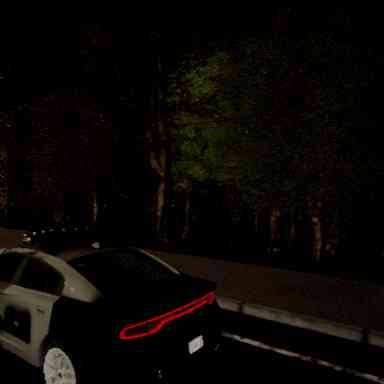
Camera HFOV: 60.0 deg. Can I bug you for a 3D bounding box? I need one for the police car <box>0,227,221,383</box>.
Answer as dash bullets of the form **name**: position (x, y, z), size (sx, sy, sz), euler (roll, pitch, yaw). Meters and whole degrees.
- **police car**: position (-2.062, 1.382, 5.034), size (5.238, 1.638, 1.930), euler (1, 0, 36)
